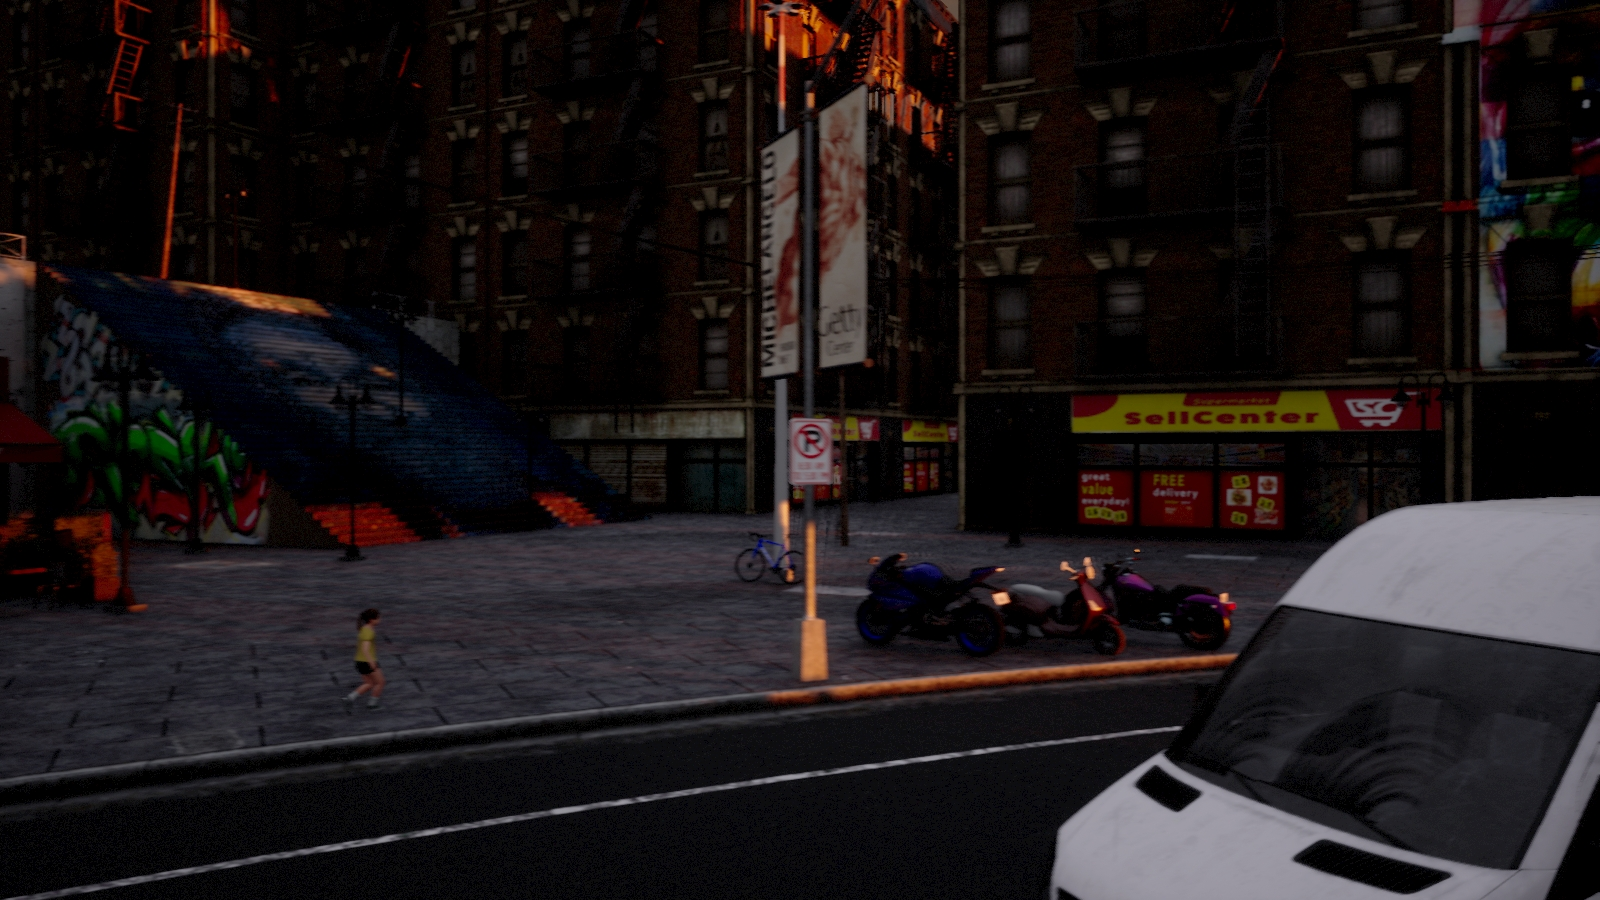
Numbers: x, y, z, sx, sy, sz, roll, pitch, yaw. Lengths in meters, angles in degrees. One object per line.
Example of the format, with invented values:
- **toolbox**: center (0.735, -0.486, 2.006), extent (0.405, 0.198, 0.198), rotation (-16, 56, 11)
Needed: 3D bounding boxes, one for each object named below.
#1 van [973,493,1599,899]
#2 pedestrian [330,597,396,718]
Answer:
- **van**: center (3.906, 1.534, 5.422), extent (5.915, 2.561, 1.988), rotation (0, 0, -23)
- **pedestrian**: center (-4.412, 2.074, 11.527), extent (0.500, 1.100, 0.500), rotation (0, 0, -38)
